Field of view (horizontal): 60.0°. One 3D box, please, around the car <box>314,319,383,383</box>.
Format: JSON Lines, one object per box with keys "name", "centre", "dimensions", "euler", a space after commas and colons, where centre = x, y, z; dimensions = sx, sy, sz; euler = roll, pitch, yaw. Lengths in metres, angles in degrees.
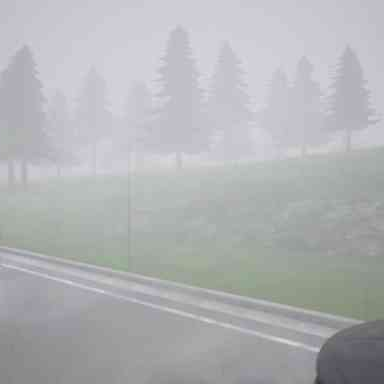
{"name": "car", "centre": [3.243, 1.485, 1.708], "dimensions": [5.008, 1.535, 1.882], "euler": [0, 0, 35]}
